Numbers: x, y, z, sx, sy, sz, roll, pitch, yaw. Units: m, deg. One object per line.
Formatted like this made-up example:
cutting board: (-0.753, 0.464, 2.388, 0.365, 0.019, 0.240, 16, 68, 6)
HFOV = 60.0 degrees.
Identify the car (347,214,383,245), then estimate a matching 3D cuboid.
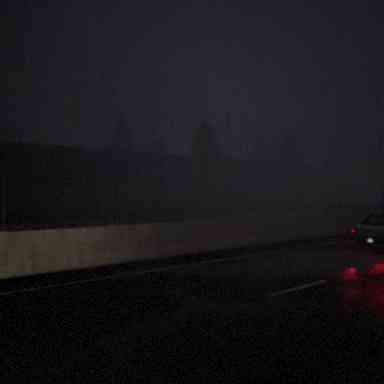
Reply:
car: (8.786, 1.611, 14.318, 4.718, 1.301, 1.895, 0, 0, -36)
